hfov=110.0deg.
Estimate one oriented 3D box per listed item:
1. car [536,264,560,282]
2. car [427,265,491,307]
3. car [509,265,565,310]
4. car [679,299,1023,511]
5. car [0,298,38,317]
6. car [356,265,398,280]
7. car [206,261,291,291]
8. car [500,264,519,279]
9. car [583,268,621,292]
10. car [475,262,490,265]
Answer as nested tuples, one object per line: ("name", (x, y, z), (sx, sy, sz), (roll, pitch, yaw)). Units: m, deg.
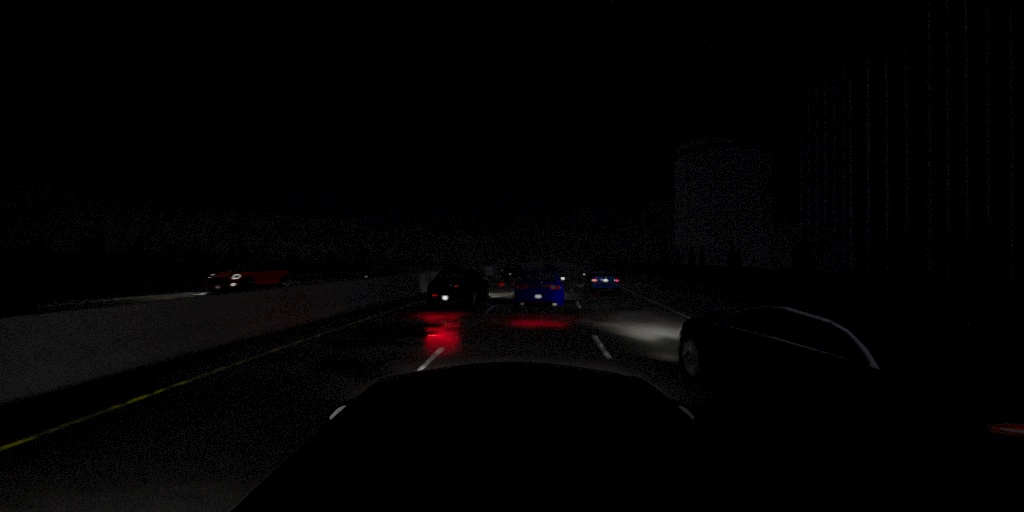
("car", (3.415, 1.517, 33.301), (2.033, 1.411, 5.357), (0, 0, 7))
("car", (-2.234, 1.324, 15.840), (1.837, 1.490, 4.892), (0, 0, 6))
("car", (1.212, 1.309, 15.228), (1.882, 1.535, 5.008), (0, 0, 6))
("car", (3.766, 1.273, 4.341), (2.128, 1.511, 4.902), (0, 0, 2))
("car", (-10.405, 1.194, 5.005), (1.882, 1.535, 5.008), (0, 0, 2))
("car", (-11.275, 1.441, 30.181), (1.994, 1.385, 4.181), (0, 0, 7))
("car", (-15.843, 1.148, 21.850), (2.097, 1.767, 4.553), (0, 0, 7))
("car", (0.099, 1.494, 35.098), (1.812, 1.442, 4.674), (0, 0, 7))
("car", (5.644, 1.450, 22.868), (2.033, 1.411, 5.357), (0, 0, 7))
("car", (-4.489, 1.619, 55.811), (2.128, 1.511, 4.902), (0, -1, 8))
